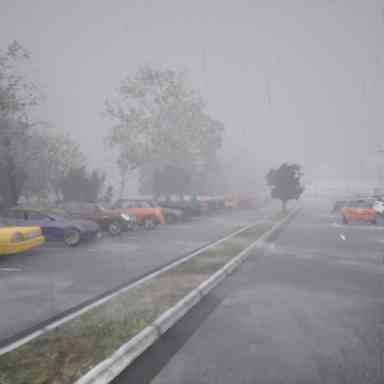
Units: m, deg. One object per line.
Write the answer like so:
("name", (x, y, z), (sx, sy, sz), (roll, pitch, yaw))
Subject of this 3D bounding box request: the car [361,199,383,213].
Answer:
("car", (22.185, 1.629, 37.775), (4.792, 1.488, 2.163), (2, 0, 0))

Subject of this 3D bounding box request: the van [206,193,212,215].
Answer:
("van", (-0.761, 1.116, 28.117), (4.442, 1.987, 1.878), (0, 0, 1))

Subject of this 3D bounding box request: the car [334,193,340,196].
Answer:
("car", (32.135, 1.316, 66.242), (5.566, 2.045, 2.435), (1, 1, -3))

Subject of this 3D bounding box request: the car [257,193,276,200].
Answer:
("car", (20.166, 1.176, 89.889), (4.553, 1.767, 2.185), (0, 0, -4))

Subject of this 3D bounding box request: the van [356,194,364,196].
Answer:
("van", (23.096, 1.368, 40.590), (4.442, 1.987, 1.878), (2, 1, 0))

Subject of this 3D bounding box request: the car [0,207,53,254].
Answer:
("car", (-7.627, 1.343, 10.613), (5.366, 1.575, 1.946), (0, 0, 1))

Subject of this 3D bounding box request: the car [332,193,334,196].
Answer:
("car", (34.849, 1.594, 74.904), (4.674, 1.452, 2.002), (1, 1, -3))

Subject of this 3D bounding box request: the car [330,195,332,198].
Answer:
("car", (35.705, 1.588, 77.805), (4.674, 1.452, 2.002), (1, 0, -4))

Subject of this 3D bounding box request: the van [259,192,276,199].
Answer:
("van", (21.030, 1.072, 92.755), (4.442, 1.987, 1.878), (0, 0, -5))

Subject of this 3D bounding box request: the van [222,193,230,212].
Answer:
("van", (1.322, 1.114, 33.697), (4.442, 1.987, 1.878), (0, 0, 1))

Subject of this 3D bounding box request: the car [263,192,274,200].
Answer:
("car", (13.274, 1.326, 67.213), (5.008, 1.535, 2.097), (0, 0, -2))

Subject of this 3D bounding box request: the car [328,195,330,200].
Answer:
("car", (36.563, 1.544, 80.699), (4.892, 1.521, 2.231), (1, 1, -4))

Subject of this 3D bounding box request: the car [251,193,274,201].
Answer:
("car", (15.999, 1.194, 75.679), (4.553, 1.767, 2.185), (0, 0, -3))

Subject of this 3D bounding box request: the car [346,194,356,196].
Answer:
("car", (27.307, 1.461, 51.943), (4.553, 1.767, 2.185), (1, 0, -1))

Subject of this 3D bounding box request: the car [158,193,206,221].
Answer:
("car", (-1.951, 1.091, 25.326), (5.566, 2.045, 2.435), (0, 0, 1))

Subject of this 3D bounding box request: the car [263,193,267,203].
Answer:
("car", (9.441, 1.333, 56.000), (5.008, 1.535, 2.097), (0, 0, 0))

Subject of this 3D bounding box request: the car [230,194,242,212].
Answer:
("car", (2.435, 1.336, 36.482), (5.366, 1.575, 1.946), (0, 0, 1))

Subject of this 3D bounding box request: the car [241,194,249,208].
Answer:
("car", (4.360, 1.367, 42.061), (4.792, 1.488, 2.163), (0, 0, 0))

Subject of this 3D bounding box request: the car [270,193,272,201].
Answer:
("car", (12.366, 1.358, 64.411), (4.792, 1.488, 2.163), (0, 0, -1))

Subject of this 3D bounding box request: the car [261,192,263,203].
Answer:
("car", (8.466, 1.209, 53.209), (4.553, 1.767, 2.185), (0, 0, 0))

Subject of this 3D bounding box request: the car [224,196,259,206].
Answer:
("car", (7.429, 1.336, 50.418), (4.892, 1.521, 2.231), (0, 0, 0))

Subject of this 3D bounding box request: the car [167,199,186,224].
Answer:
("car", (-2.968, 1.383, 22.544), (4.674, 1.452, 2.002), (0, 0, 1))

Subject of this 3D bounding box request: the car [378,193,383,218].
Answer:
("car", (16.917, 1.354, 23.696), (5.566, 2.045, 2.435), (2, 0, 1))

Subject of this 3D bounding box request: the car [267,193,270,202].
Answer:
("car", (11.349, 1.360, 61.595), (4.792, 1.488, 2.163), (0, 0, -1))

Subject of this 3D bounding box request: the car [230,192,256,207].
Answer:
("car", (5.343, 1.085, 44.841), (5.566, 2.045, 2.435), (0, 0, 0))

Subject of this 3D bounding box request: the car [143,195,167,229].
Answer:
("car", (-3.979, 1.218, 19.749), (4.553, 1.767, 2.185), (0, 0, 1))

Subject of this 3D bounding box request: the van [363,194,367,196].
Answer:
("van", (20.991, 1.371, 34.945), (4.442, 1.987, 1.878), (2, 1, 0))

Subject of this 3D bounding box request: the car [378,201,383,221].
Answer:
("car", (17.940, 1.604, 26.505), (5.008, 1.535, 2.097), (2, 1, 1))

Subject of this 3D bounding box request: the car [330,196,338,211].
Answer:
("car", (17.930, 1.545, 39.828), (1.837, 1.490, 4.892), (1, 0, 21))

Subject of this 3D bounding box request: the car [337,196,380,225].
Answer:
("car", (12.439, 1.400, 25.138), (2.097, 1.767, 4.553), (1, 0, 21))

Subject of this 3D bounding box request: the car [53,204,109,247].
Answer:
("car", (-6.220, 1.375, 13.797), (4.792, 1.488, 2.163), (0, 0, 1))

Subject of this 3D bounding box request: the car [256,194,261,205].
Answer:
("car", (6.587, 1.333, 47.636), (5.366, 1.575, 1.946), (0, 0, 0))

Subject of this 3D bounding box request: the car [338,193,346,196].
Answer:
("car", (31.231, 1.572, 63.373), (5.008, 1.535, 2.097), (1, 1, -2))

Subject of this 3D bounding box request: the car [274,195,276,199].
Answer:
("car", (14.899, 1.319, 72.842), (5.366, 1.575, 1.946), (0, 0, -2))

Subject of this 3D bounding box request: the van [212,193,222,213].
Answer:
("van", (0.280, 1.115, 30.906), (4.442, 1.987, 1.878), (0, 0, 1))

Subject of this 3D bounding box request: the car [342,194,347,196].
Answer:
("car", (29.306, 1.580, 57.650), (5.008, 1.535, 2.097), (1, 0, -1))

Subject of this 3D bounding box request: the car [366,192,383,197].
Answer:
("car", (19.026, 1.352, 29.322), (5.566, 2.045, 2.435), (2, 0, 0))

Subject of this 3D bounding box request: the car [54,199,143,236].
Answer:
("car", (-5.087, 1.219, 16.970), (4.553, 1.767, 2.185), (0, 0, 1))

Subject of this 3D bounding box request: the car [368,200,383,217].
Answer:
("car", (20.049, 1.601, 32.133), (5.008, 1.535, 2.097), (2, 1, 1))

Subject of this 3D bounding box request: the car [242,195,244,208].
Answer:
("car", (3.260, 1.368, 39.266), (4.792, 1.488, 2.163), (0, 0, 1))
